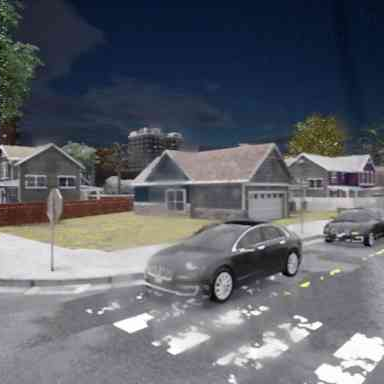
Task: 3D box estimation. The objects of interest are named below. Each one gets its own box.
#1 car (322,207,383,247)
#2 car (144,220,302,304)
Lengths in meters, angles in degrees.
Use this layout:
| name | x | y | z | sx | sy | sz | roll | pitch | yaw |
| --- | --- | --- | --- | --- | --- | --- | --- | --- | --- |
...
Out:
| name | x | y | z | sx | sy | sz | roll | pitch | yaw |
| --- | --- | --- | --- | --- | --- | --- | --- | --- | --- |
| car | 7.622 | 1.483 | 15.090 | 1.837 | 1.490 | 4.892 | 0 | 0 | 45 |
| car | 1.033 | 1.510 | 8.394 | 1.837 | 1.490 | 4.892 | 0 | 0 | 45 |
